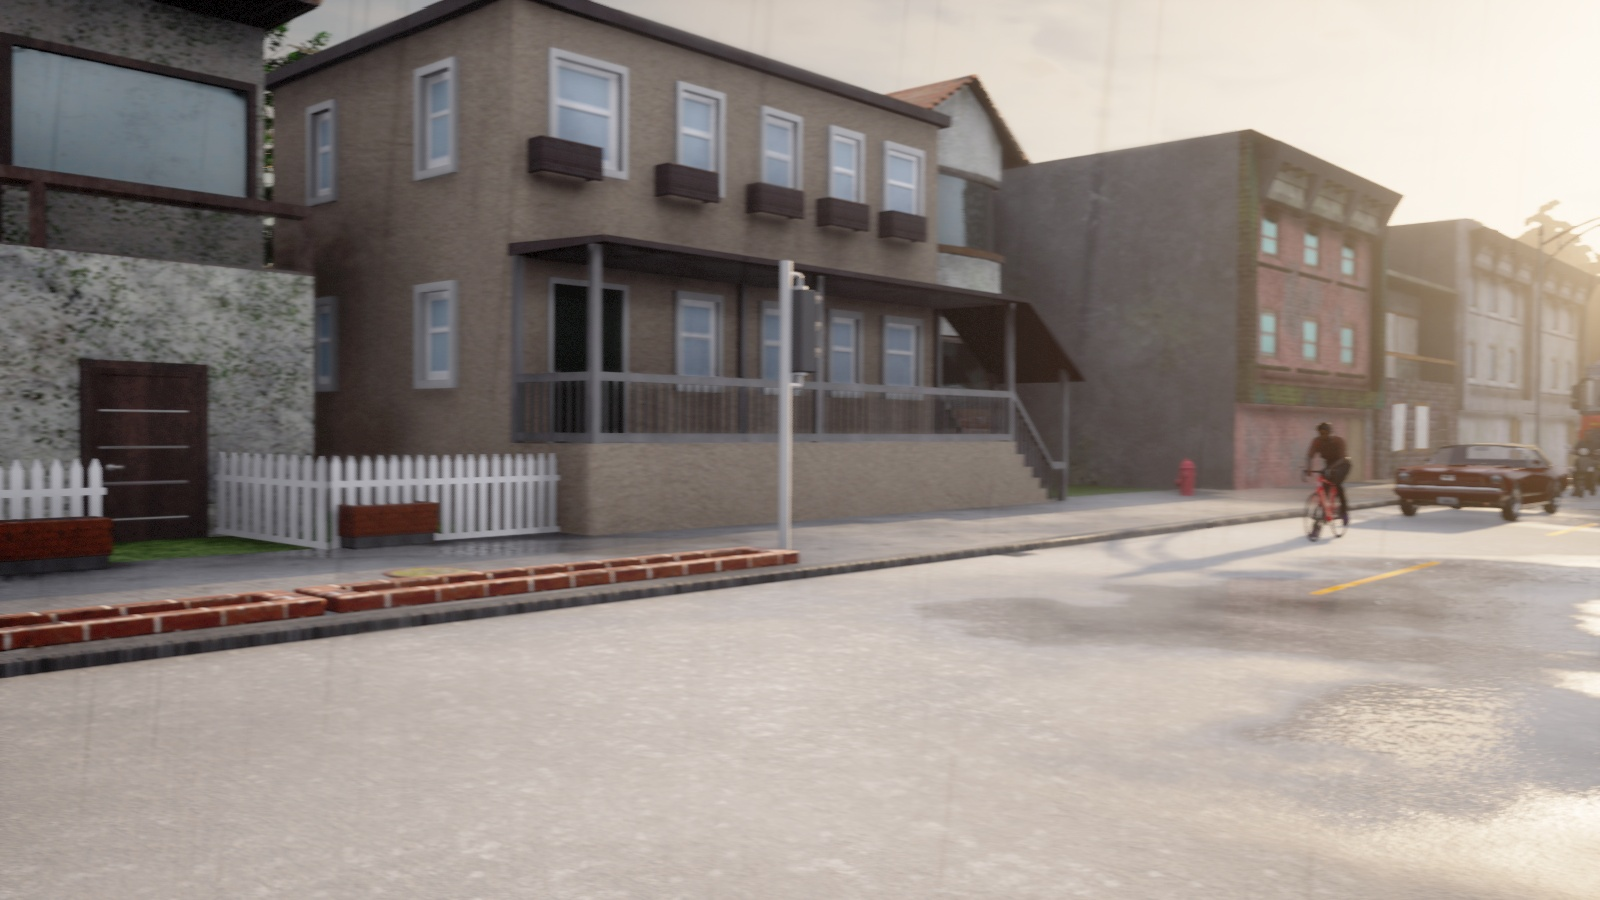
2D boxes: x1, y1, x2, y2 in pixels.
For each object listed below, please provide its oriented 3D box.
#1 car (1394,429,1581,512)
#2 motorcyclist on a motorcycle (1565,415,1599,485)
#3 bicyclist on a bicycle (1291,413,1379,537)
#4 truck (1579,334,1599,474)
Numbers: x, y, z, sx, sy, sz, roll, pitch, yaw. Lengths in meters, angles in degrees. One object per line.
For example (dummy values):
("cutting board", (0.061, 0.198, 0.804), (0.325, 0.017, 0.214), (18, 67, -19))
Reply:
("car", (12.583, 0.302, 22.836), (1.895, 1.301, 4.718), (0, 1, 43))
("motorcyclist on a motorcycle", (18.575, -0.022, 29.331), (0.866, 1.590, 1.817), (0, 1, 43))
("bicyclist on a bicycle", (7.328, 0.309, 17.160), (0.582, 1.620, 1.656), (0, 2, 42))
("truck", (25.412, -1.342, 36.735), (2.891, 3.827, 8.468), (0, 1, 43))
